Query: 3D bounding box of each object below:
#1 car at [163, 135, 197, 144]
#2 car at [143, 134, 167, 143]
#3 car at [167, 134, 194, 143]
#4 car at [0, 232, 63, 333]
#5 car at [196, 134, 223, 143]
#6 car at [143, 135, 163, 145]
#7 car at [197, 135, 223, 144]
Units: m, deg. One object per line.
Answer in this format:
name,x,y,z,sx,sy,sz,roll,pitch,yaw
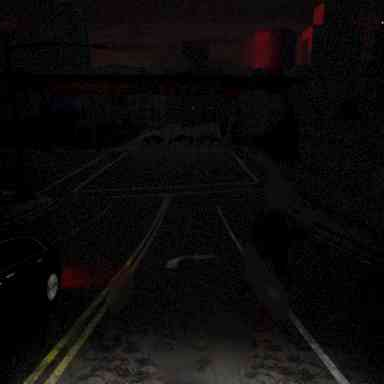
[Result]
car,-2.115,-9.627,61.080,4.974,1.542,2.038,-10,17,-35
car,-6.761,-9.796,61.090,4.536,1.218,1.853,13,19,42
car,-2.074,-9.788,61.071,4.536,1.218,1.853,-10,17,-35
car,-3.583,1.453,5.034,1.837,1.490,4.892,0,0,0
car,3.210,-9.969,61.802,4.536,1.218,1.853,8,16,28
car,-6.724,-9.634,61.094,4.974,1.542,2.038,13,19,42
car,3.256,-9.810,61.817,4.974,1.542,2.038,8,16,28
